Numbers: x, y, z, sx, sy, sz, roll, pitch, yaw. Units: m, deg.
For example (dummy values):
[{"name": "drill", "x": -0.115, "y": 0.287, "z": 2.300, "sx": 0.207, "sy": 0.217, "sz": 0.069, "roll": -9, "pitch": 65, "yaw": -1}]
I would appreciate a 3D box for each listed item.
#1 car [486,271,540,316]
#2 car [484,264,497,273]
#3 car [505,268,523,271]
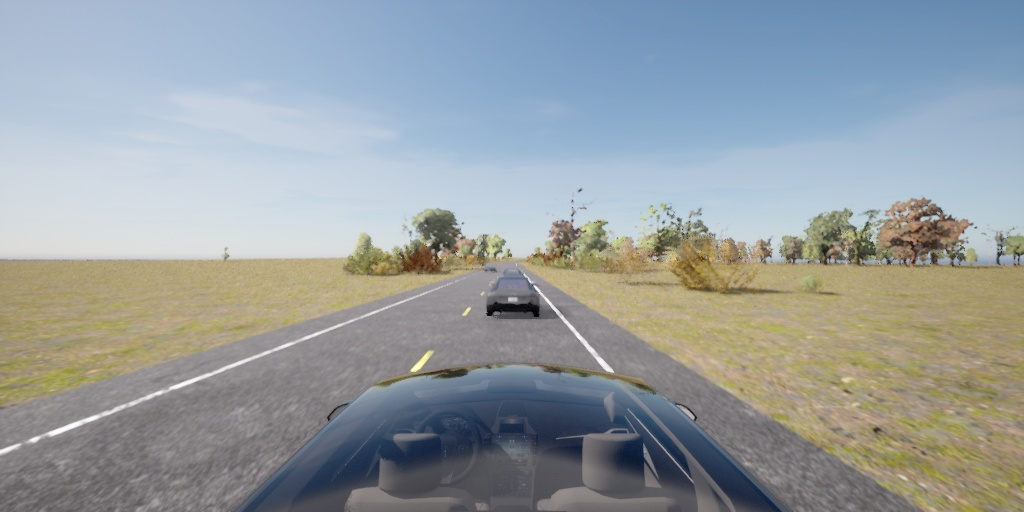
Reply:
[{"name": "car", "x": 0.048, "y": 1.478, "z": 14.300, "sx": 1.994, "sy": 1.385, "sz": 4.181, "roll": 0, "pitch": -1, "yaw": 0}, {"name": "car", "x": -3.567, "y": 1.953, "z": 58.525, "sx": 1.812, "sy": 1.442, "sz": 4.674, "roll": 0, "pitch": -1, "yaw": 0}, {"name": "car", "x": 0.044, "y": 1.662, "z": 29.337, "sx": 1.994, "sy": 1.385, "sz": 4.181, "roll": 0, "pitch": -1, "yaw": 1}]
